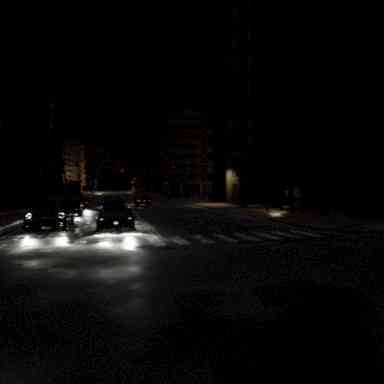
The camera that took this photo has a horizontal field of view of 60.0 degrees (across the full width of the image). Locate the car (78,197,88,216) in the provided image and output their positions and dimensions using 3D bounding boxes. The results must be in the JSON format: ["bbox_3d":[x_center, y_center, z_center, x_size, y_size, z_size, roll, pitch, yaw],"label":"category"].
[{"bbox_3d":[-10.411,1.277,28.671,2.033,1.411,5.357,-1,1,-14],"label":"car"}]

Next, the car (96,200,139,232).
[{"bbox_3d":[-4.347,1.370,18.753,1.994,1.385,4.181,-1,1,-14],"label":"car"}]

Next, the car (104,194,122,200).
[{"bbox_3d":[-6.502,1.194,27.408,2.128,1.511,4.902,-1,1,-14],"label":"car"}]

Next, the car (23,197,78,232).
[{"bbox_3d":[-7.998,1.196,18.921,2.097,1.767,4.553,-1,1,-14],"label":"car"}]

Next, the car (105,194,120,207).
[{"bbox_3d":[-10.446,1.037,43.533,1.812,1.442,4.674,-1,1,-13],"label":"car"}]

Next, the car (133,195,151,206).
[{"bbox_3d":[-6.241,1.038,41.715,2.033,1.411,5.357,-1,1,-14],"label":"car"}]

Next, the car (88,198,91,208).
[{"bbox_3d":[-12.882,1.209,38.823,1.895,1.301,4.718,-1,1,-13],"label":"car"}]
